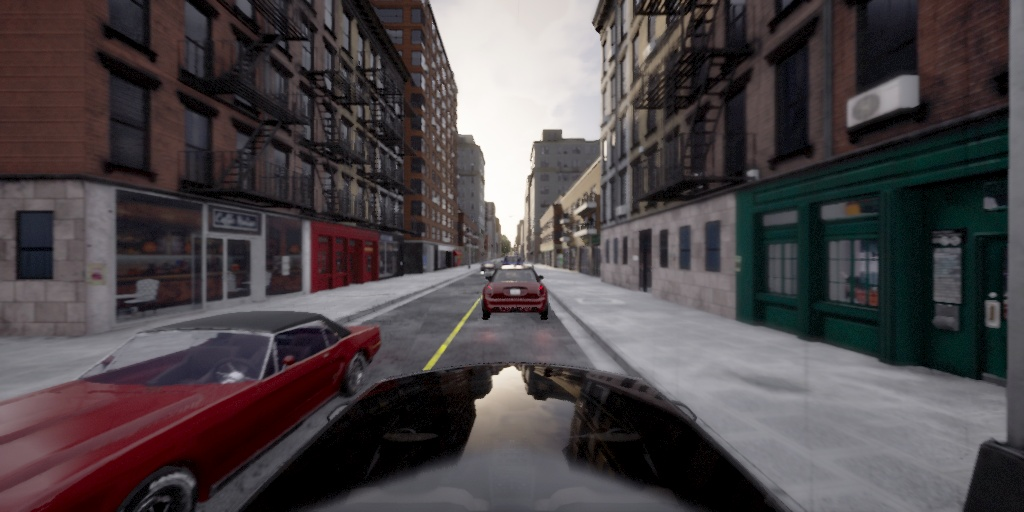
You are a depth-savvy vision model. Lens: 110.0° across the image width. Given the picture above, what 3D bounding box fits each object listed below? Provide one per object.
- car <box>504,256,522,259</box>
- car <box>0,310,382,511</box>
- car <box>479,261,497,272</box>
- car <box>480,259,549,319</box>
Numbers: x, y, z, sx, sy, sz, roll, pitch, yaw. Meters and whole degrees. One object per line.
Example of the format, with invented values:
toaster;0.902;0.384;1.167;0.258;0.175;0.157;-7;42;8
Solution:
car;0.105;0.991;35.635;2.150;2.045;5.566;0;0;0
car;-3.101;1.352;3.755;1.895;1.301;4.718;0;0;0
car;-3.081;1.323;46.759;2.033;1.411;5.357;0;0;0
car;0.102;1.109;12.994;2.097;1.767;4.553;0;0;0
